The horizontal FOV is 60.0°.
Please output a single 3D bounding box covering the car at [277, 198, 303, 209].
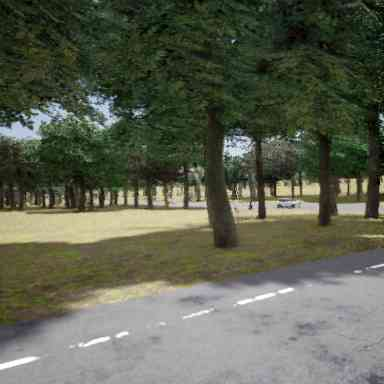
[{"bbox_3d":[20.165,2.317,69.062,2.150,2.045,5.566,-4,1,-36],"label":"car"}]
